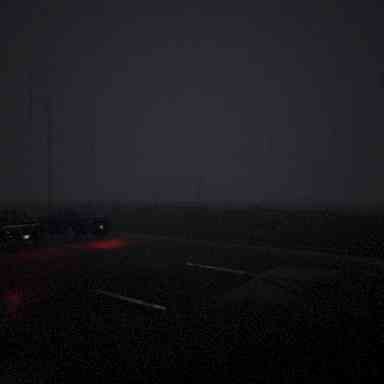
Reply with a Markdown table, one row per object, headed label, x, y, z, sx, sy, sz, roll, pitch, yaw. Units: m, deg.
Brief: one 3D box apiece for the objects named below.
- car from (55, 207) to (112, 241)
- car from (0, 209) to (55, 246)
| label | x | y | z | sx | sy | sz | roll | pitch | yaw |
| --- | --- | --- | --- | --- | --- | --- | --- | --- | --- |
| car | -6.236 | 1.485 | 16.916 | 5.008 | 1.535 | 1.882 | 0 | 0 | 36 |
| car | -8.269 | 1.495 | 14.066 | 4.902 | 1.511 | 2.128 | 0 | 0 | 36 |
